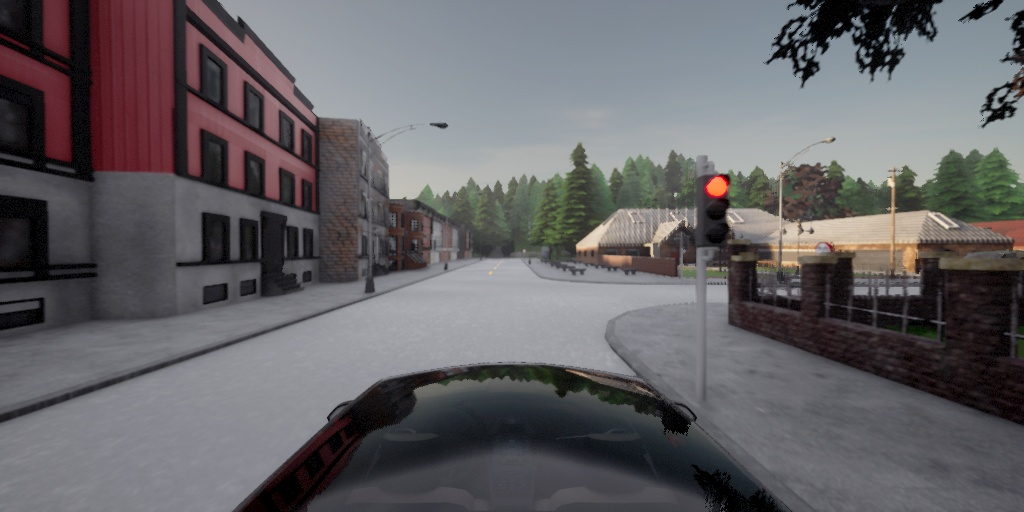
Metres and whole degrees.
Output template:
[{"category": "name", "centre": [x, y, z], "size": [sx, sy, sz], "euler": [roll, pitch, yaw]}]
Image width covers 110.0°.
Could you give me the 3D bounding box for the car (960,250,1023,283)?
[{"category": "car", "centre": [26.485, 0.718, 19.638], "size": [5.566, 2.045, 2.150], "euler": [0, 1, 0]}]
